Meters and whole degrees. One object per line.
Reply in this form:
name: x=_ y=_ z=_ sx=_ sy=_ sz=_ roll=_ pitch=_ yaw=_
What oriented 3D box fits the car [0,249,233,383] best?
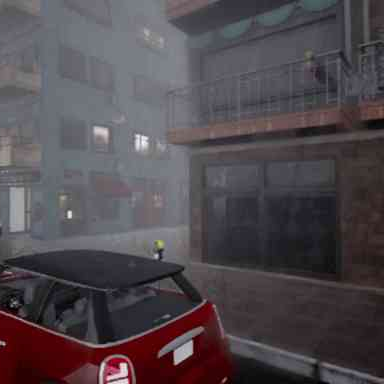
car: x=-1.655 y=1.433 z=4.063 sx=4.097 sy=1.590 sz=1.967 roll=0 pitch=0 yaw=35
